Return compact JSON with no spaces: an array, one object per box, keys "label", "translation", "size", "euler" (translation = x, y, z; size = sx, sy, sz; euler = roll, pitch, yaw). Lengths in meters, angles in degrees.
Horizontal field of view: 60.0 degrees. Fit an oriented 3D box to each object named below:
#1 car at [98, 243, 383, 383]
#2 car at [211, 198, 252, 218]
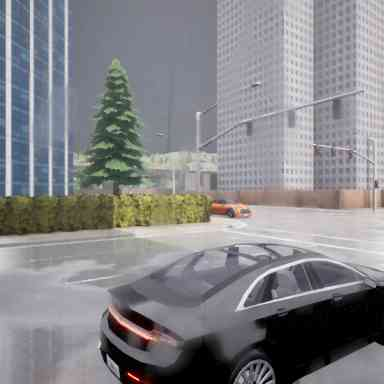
[{"label":"car","translation":[1.207,1.492,4.667],"size":[4.902,1.511,2.128],"euler":[0,0,-35]},{"label":"car","translation":[3.280,1.352,29.907],"size":[2.097,1.767,4.553],"euler":[0,0,-35]}]
